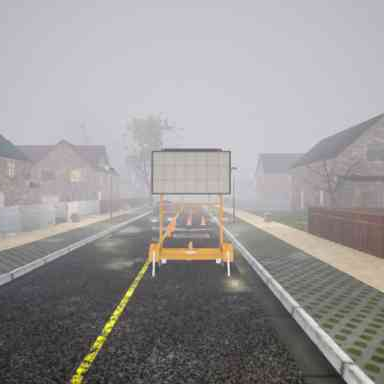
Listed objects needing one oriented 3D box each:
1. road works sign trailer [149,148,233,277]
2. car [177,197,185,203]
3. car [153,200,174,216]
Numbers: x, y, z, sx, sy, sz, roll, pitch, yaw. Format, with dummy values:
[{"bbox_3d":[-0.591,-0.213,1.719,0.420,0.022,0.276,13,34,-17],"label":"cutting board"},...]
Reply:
[{"bbox_3d":[-0.026,0.473,10.221,2.380,3.560,2.880,0,0,0],"label":"road works sign trailer"},{"bbox_3d":[-2.979,2.066,88.644,1.812,1.442,4.674,0,-1,0],"label":"car"},{"bbox_3d":[-2.940,1.578,34.583,1.882,1.535,5.008,0,0,0],"label":"car"}]
